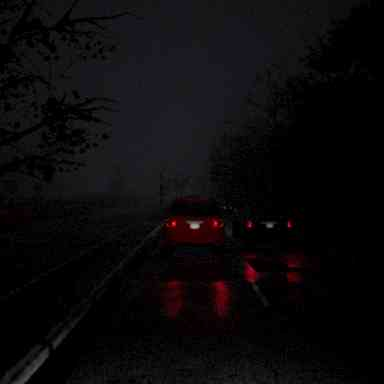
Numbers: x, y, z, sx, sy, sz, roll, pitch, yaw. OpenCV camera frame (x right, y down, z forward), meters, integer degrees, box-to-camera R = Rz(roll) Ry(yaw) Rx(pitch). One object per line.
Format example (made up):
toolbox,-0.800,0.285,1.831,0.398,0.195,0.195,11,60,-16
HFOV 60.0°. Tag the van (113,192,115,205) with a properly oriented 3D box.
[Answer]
van,-13.764,1.120,47.774,4.442,1.987,1.878,-1,0,-20

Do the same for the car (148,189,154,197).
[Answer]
car,-13.828,0.561,89.679,5.566,2.045,2.435,-1,1,-20

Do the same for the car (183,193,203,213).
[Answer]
car,0.093,1.179,38.165,2.150,2.045,5.566,0,1,0

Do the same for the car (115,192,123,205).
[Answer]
car,-13.847,1.060,50.727,5.566,2.045,2.435,-1,0,-20

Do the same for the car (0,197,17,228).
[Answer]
car,-13.854,1.394,20.878,4.553,1.767,2.185,-1,0,-20

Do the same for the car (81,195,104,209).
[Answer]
car,-13.868,1.455,41.763,4.674,1.452,2.002,-1,1,-20

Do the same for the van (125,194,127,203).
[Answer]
van,-13.977,1.014,56.635,4.442,1.987,1.878,-1,1,-20

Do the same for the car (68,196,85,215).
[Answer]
car,-13.704,1.483,32.879,5.366,1.575,1.946,-1,0,-20

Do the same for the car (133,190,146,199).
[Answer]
car,-13.831,1.006,77.668,4.792,1.488,2.163,-1,0,-20

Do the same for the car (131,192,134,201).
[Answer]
car,-13.858,1.203,62.645,4.674,1.452,2.002,-1,1,-20

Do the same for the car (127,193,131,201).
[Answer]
car,-13.836,1.074,59.671,4.553,1.767,2.185,-1,1,-20

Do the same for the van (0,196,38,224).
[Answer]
van,-13.775,1.294,23.905,4.442,1.987,1.878,-1,0,-20

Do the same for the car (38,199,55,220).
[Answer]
car,-13.874,1.554,26.838,4.674,1.452,2.002,-1,0,-20

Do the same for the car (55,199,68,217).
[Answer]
car,-13.904,1.536,29.810,4.792,1.488,2.163,-1,0,-20

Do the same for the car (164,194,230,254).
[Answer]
car,0.094,1.238,13.754,2.150,2.045,5.566,0,0,0

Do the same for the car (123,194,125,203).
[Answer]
car,-13.861,1.275,53.699,4.892,1.521,2.231,-1,1,-20

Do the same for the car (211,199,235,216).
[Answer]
car,3.094,1.535,34.127,2.033,1.411,5.357,0,0,0

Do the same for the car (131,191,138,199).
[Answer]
car,-13.836,1.155,65.663,4.792,1.488,2.163,-1,0,-20

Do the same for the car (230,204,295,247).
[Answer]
car,3.093,1.372,15.313,2.097,1.767,4.553,0,0,0

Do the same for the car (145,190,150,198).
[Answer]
car,-14.025,0.900,83.591,5.366,1.575,1.946,-1,1,-20

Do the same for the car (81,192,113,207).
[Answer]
car,-13.900,1.134,44.731,5.566,2.045,2.435,-1,1,-20

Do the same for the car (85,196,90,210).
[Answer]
car,-13.847,1.499,35.806,4.792,1.488,2.163,-1,0,-20
